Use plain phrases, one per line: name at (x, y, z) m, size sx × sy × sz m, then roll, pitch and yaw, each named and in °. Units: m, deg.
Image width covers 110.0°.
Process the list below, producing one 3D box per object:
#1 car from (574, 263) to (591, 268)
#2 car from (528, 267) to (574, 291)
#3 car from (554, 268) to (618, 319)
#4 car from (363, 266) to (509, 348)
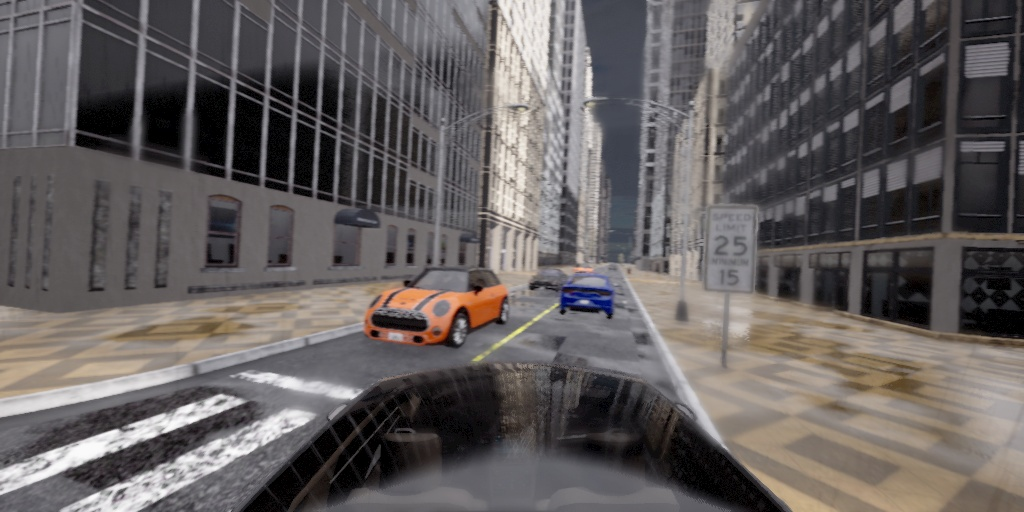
car at (8.572, 1.706, 43.611) m, size 2.097 × 1.767 × 4.553 m, roll 3°, pitch 0°, yaw 16°
car at (2.486, 1.510, 23.192) m, size 2.033 × 1.411 × 5.357 m, roll 3°, pitch 0°, yaw 16°
car at (3.121, 1.435, 14.329) m, size 1.882 × 1.535 × 5.008 m, roll 3°, pitch 0°, yaw 16°
car at (-1.617, 1.049, 9.247) m, size 2.097 × 1.767 × 4.553 m, roll 3°, pitch 0°, yaw 17°
